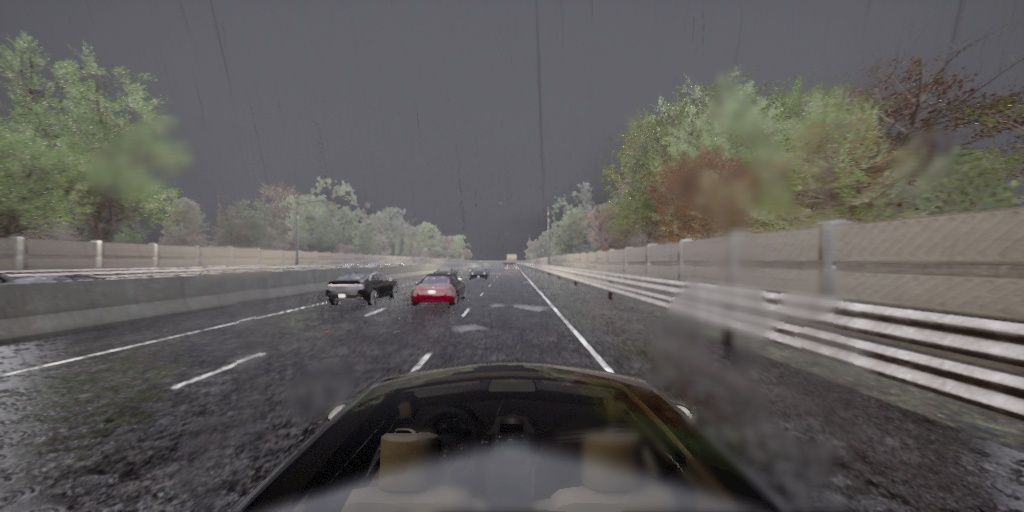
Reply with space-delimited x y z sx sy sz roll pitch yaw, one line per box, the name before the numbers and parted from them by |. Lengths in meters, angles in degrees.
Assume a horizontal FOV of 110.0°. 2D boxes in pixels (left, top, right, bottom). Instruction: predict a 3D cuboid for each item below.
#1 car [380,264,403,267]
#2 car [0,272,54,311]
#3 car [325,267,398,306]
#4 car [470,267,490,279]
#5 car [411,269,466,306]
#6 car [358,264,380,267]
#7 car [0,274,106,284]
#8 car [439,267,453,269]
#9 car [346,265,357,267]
car | -17.579 1.956 53.874 1.837 1.490 4.892 0 -1 0
car | -21.105 1.404 13.340 1.837 1.490 4.892 0 -1 0
car | -6.906 1.441 16.987 2.128 1.511 4.902 0 -1 0
car | -3.412 1.845 38.859 1.895 1.301 4.718 0 -1 0
car | -3.406 1.516 17.205 1.994 1.385 4.181 0 -1 0
car | -21.072 1.934 54.251 1.882 1.535 5.008 0 -1 1
car | -17.606 1.452 13.695 2.033 1.411 5.357 0 -1 0
car | -6.913 1.836 38.201 1.895 1.301 4.718 0 -1 0
car | -24.556 2.004 54.250 2.033 1.411 5.357 0 -1 1
